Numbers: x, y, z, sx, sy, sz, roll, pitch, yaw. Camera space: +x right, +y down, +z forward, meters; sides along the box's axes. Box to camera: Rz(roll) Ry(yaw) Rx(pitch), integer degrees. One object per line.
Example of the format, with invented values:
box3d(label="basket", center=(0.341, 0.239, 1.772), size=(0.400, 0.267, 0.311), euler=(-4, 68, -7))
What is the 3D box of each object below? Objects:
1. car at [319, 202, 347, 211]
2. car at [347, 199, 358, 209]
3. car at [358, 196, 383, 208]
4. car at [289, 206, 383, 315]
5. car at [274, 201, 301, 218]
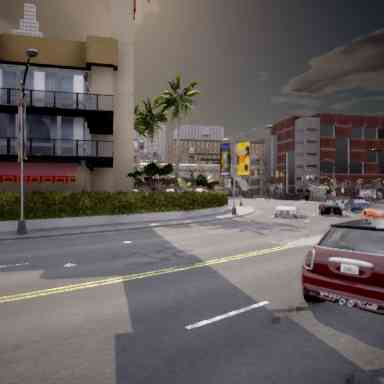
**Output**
box3d(label="car", center=(13.002, 1.586, 31.208), size=(1.895, 1.301, 4.718), euler=(0, 0, 19))
box3d(label="car", center=(18.245, 1.510, 37.005), size=(1.812, 1.442, 4.674), euler=(0, 0, 11))
box3d(label="car", center=(12.291, 1.343, 21.470), size=(2.097, 1.767, 4.553), euler=(0, 0, 33))
box3d(label="car", center=(4.303, 1.348, 7.115), size=(4.553, 1.767, 2.097), euler=(0, 0, -41))
box3d(label="car", center=(8.532, 1.510, 29.479), size=(1.812, 1.442, 4.674), euler=(0, 0, 23))
